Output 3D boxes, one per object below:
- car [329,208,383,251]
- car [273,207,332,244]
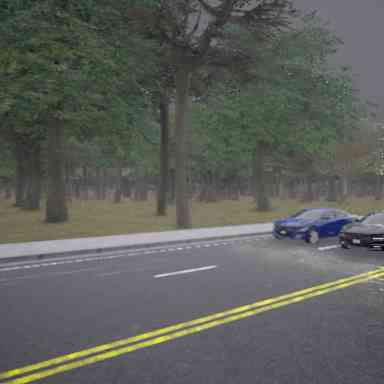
[{"bbox_3d":[7.890,1.484,13.295,5.008,1.535,1.882,0,0,-35],"label":"car"},{"bbox_3d":[6.003,1.484,15.941,5.008,1.535,1.882,0,0,-35],"label":"car"}]
